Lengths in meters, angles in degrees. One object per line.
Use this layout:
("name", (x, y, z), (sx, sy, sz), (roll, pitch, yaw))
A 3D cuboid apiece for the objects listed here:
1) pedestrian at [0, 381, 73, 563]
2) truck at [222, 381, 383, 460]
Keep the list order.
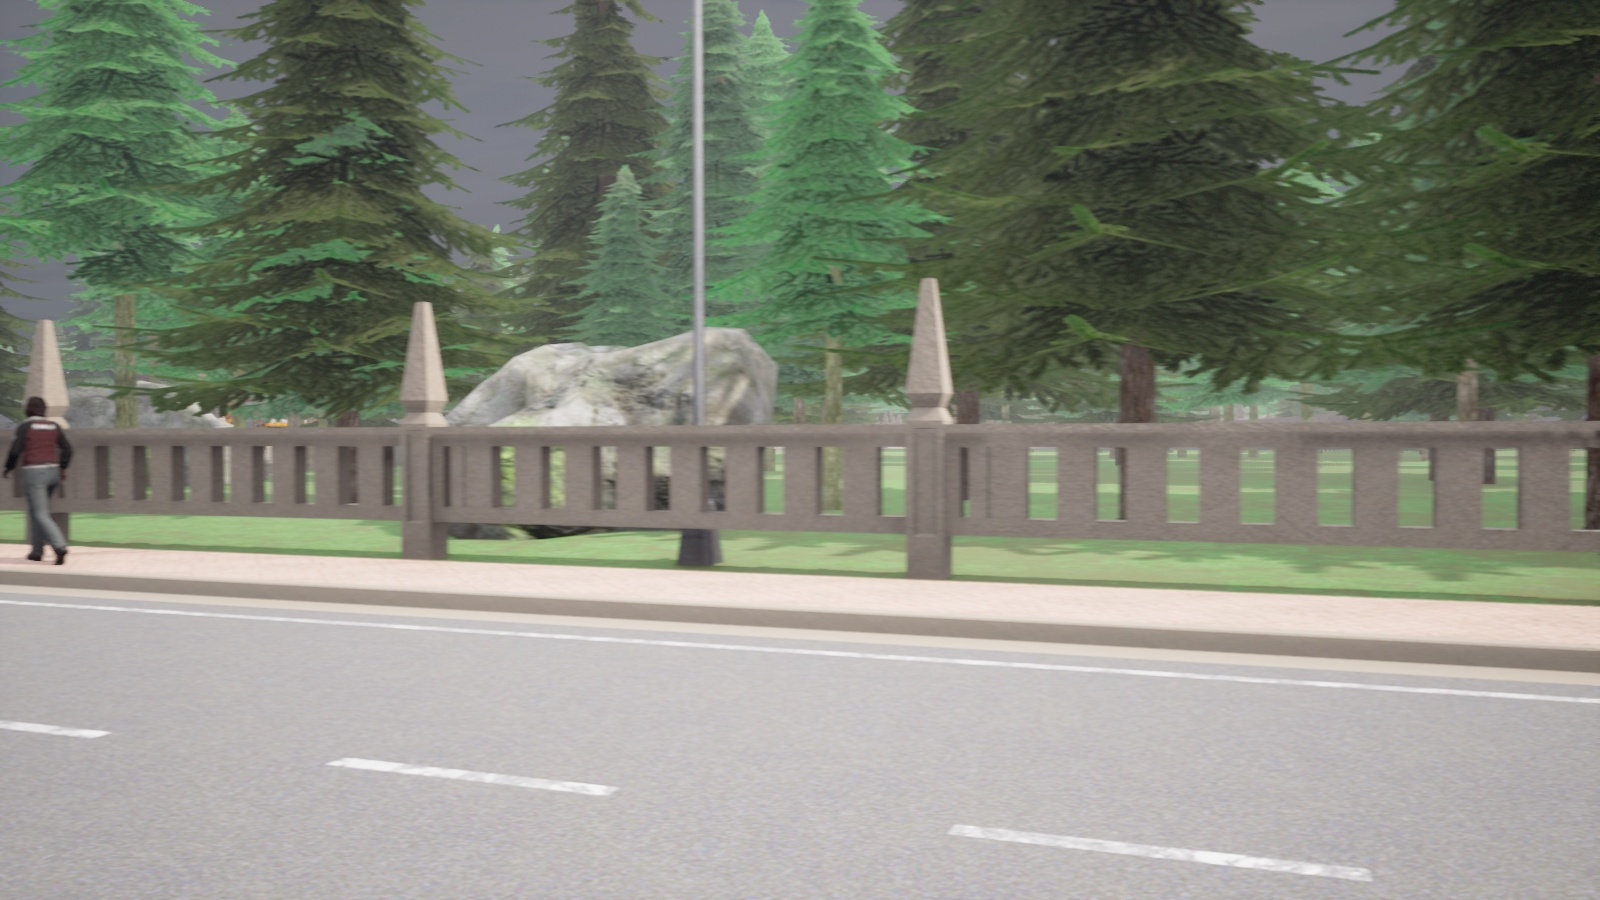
("pedestrian", (-8.323, 0.231, 13.635), (0.666, 1.930, 0.402), (1, 1, 20))
("truck", (-25.707, -1.505, 65.450), (2.891, 3.827, 8.468), (1, 1, 20))
